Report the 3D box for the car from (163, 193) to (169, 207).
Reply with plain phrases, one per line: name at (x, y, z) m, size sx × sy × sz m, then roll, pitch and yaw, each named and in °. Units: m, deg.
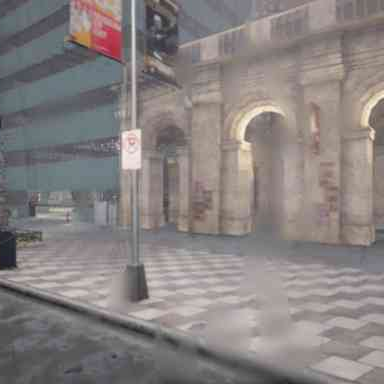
car at (-3.751, 1.149, 28.420) m, size 5.566 × 2.045 × 2.435 m, roll 0°, pitch 0°, yaw 36°
